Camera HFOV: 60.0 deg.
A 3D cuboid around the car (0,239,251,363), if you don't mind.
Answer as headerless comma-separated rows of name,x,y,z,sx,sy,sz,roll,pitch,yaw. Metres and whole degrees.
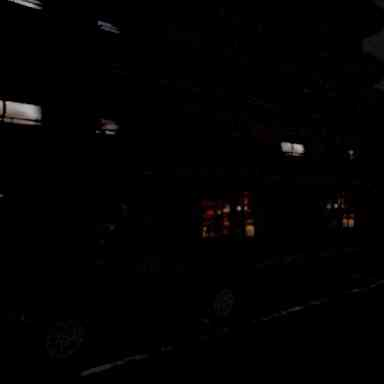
car,-0.950,1.571,5.879,4.507,1.381,1.887,1,0,-35
